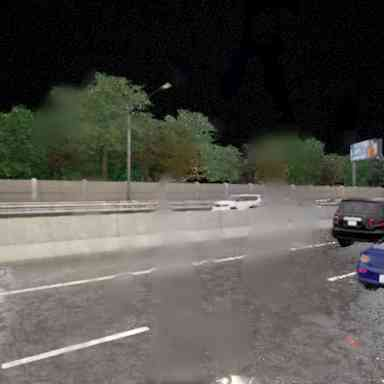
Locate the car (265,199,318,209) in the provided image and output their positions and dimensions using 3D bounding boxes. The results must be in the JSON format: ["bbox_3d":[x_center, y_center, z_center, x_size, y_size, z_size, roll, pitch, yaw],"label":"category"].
[{"bbox_3d":[8.528,1.397,27.268,4.553,1.767,2.097,0,0,-35],"label":"car"}]

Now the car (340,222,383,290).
[{"bbox_3d":[5.675,1.540,7.801,4.674,1.442,1.812,0,0,-36],"label":"car"}]

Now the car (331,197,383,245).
[{"bbox_3d":[8.092,1.247,13.817,5.566,2.045,2.150,0,0,-35],"label":"car"}]

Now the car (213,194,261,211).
[{"bbox_3d":[4.658,1.267,33.107,5.566,2.045,2.150,0,0,-35],"label":"car"}]

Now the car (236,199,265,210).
[{"bbox_3d":[6.443,1.609,30.079,4.181,1.385,1.994,0,0,-35],"label":"car"}]
